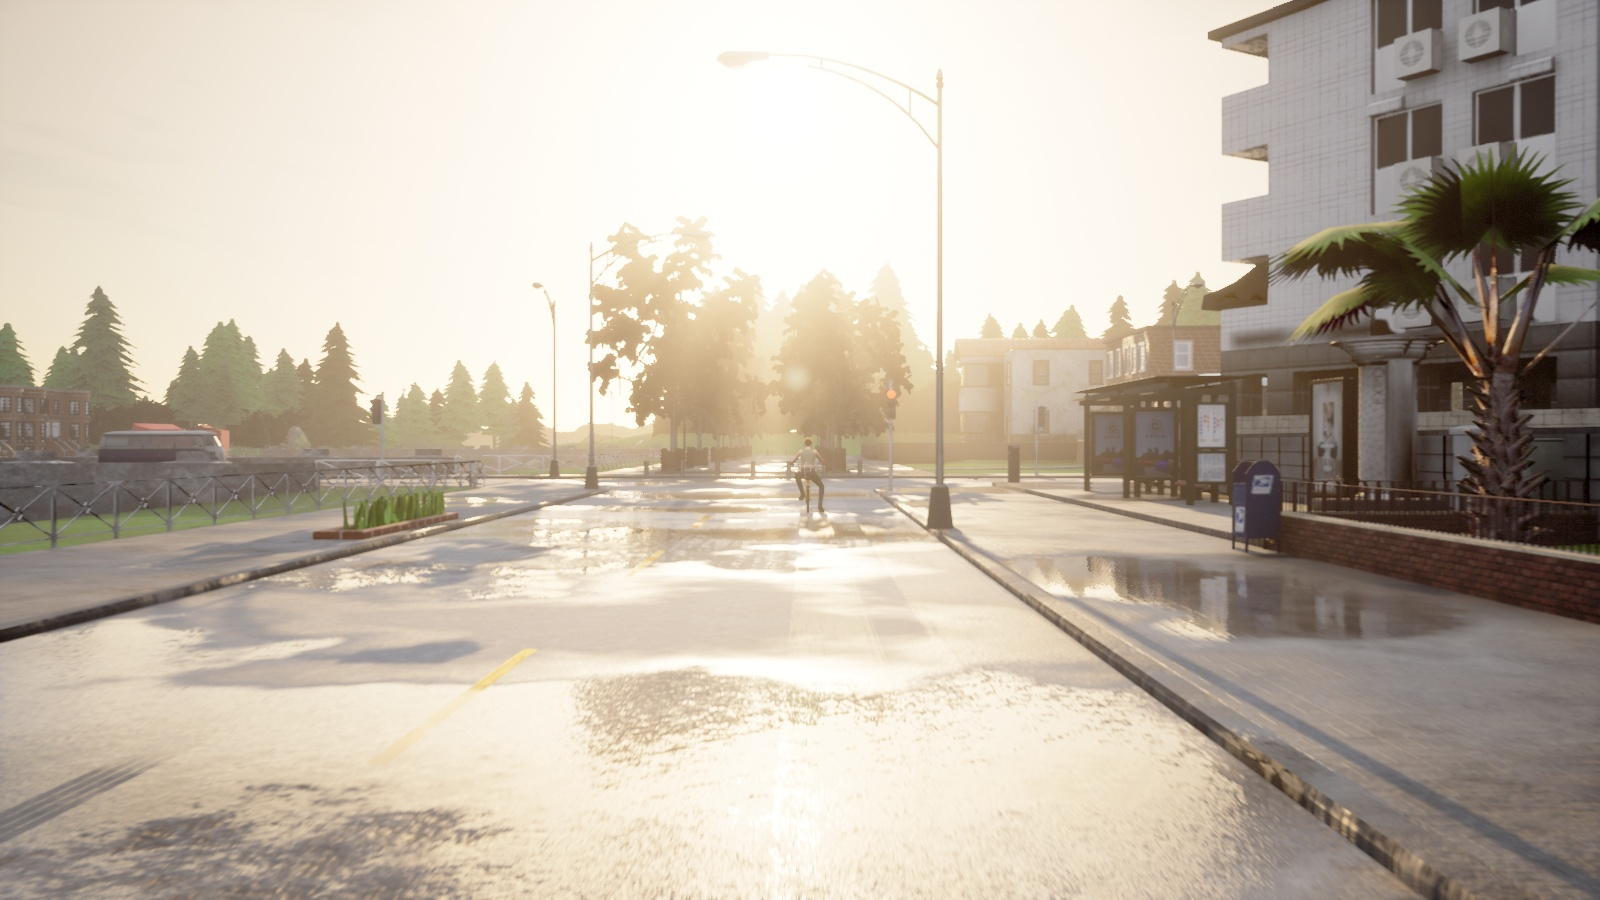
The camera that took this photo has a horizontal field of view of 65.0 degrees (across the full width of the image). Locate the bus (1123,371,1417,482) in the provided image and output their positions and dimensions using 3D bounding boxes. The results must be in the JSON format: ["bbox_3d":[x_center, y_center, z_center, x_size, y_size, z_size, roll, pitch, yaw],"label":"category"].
[{"bbox_3d":[18.525,-0.898,50.143,10.273,4.253,3.944,0,0,0],"label":"bus"}]

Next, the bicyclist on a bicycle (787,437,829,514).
[{"bbox_3d":[0.170,0.531,26.901,0.866,1.612,1.509,0,0,0],"label":"bicyclist on a bicycle"}]

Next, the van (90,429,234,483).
[{"bbox_3d":[-23.627,0.218,46.599,4.442,1.987,1.775,0,0,0],"label":"van"}]
